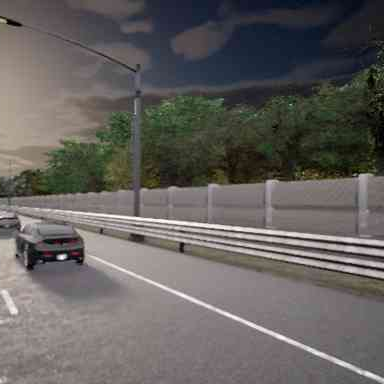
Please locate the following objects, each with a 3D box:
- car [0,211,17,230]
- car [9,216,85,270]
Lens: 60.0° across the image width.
[{"bbox_3d":[-14.097,2.199,24.950,2.128,1.511,4.902,2,-2,-34],"label":"car"},{"bbox_3d":[-5.529,1.874,12.664,1.837,1.490,4.892,2,-2,-34],"label":"car"}]
